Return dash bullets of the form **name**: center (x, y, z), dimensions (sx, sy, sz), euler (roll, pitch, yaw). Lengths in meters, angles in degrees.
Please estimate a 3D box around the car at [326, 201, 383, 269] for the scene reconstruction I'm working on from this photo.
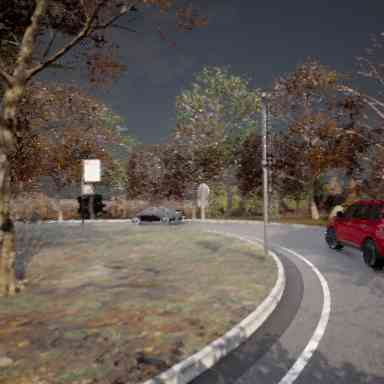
- **car**: center (6.559, 1.304, 11.556), dimensions (2.150, 2.045, 5.566), euler (0, 0, 4)

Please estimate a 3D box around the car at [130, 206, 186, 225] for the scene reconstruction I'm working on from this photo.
- **car**: center (-2.841, 1.897, 27.321), dimensions (4.902, 1.511, 2.128), euler (-3, -2, 28)
